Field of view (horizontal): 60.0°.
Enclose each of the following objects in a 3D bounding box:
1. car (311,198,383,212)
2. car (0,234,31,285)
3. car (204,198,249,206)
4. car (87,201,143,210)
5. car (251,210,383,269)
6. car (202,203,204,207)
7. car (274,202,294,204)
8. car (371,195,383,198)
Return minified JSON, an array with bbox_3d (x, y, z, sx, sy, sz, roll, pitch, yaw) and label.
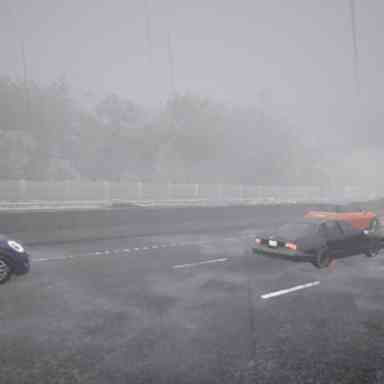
[{"bbox_3d":[8.295,1.362,18.275,4.553,1.767,2.097,0,0,-36],"label":"car"},{"bbox_3d":[-6.347,1.352,7.817,4.553,1.767,2.097,0,0,-36],"label":"car"},{"bbox_3d":[4.221,1.512,37.106,4.902,1.511,2.128,0,0,-35],"label":"car"},{"bbox_3d":[-5.996,1.508,25.516,4.892,1.490,1.837,0,0,-36],"label":"car"},{"bbox_3d":[4.412,1.551,11.202,5.357,1.411,2.033,0,0,-36],"label":"car"},{"bbox_3d":[3.440,1.514,40.844,4.902,1.511,2.128,0,0,-35],"label":"car"},{"bbox_3d":[8.410,1.621,31.501,4.718,1.301,1.895,0,0,-35],"label":"car"},{"bbox_3d":[28.095,1.203,49.745,5.008,1.535,1.882,0,0,-36],"label":"car"}]
